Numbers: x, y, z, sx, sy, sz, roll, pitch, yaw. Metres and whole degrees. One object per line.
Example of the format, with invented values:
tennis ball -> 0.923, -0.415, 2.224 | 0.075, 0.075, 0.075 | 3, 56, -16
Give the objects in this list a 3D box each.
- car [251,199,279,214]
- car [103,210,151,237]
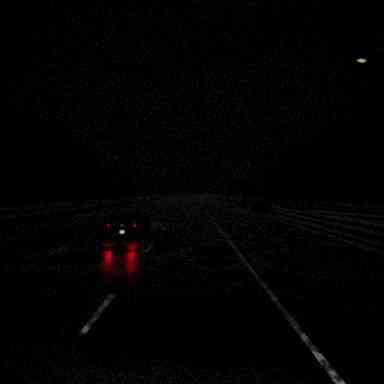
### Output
car -> 8.508, 1.599, 38.696 | 2.033, 1.649, 4.856 | 0, 0, -10
car -> -3.401, 1.656, 18.414 | 1.895, 1.301, 4.718 | 0, 0, 0
